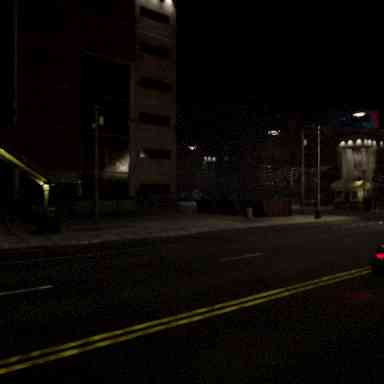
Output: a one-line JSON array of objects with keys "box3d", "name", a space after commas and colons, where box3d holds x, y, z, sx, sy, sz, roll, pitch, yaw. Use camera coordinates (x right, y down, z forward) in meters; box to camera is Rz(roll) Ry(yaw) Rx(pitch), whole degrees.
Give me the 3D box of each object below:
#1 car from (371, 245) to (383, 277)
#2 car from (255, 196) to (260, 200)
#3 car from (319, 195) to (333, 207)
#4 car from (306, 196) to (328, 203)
[{"box3d": [6.774, 1.554, 8.655, 5.357, 1.411, 2.033, 0, 0, -35], "name": "car"}, {"box3d": [17.398, 1.266, 78.360, 5.566, 2.045, 2.435, 0, 0, -36], "name": "car"}, {"box3d": [18.512, 1.282, 48.432, 4.553, 1.767, 2.185, 0, 0, -36], "name": "car"}, {"box3d": [25.413, 1.458, 67.496, 4.674, 1.452, 2.002, 0, 0, -36], "name": "car"}]
